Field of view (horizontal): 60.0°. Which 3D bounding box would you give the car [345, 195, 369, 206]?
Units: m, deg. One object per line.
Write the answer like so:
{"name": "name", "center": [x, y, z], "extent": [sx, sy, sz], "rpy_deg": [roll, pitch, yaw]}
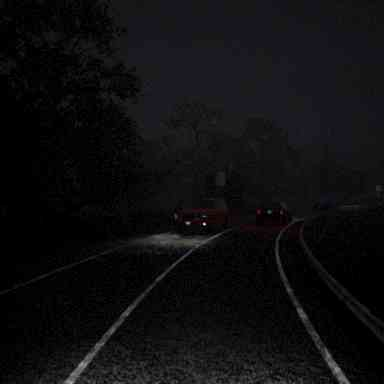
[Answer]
{"name": "car", "center": [26.350, 1.356, 53.194], "extent": [4.892, 1.490, 1.837], "rpy_deg": [-3, -3, -35]}

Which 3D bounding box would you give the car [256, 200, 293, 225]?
{"name": "car", "center": [6.268, 1.417, 25.028], "extent": [2.097, 1.767, 4.553], "rpy_deg": [-2, -1, 24]}

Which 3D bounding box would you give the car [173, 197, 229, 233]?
{"name": "car", "center": [0.745, 1.382, 21.080], "extent": [2.150, 2.045, 5.566], "rpy_deg": [-2, -1, 21]}

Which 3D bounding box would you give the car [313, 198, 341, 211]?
{"name": "car", "center": [16.049, 1.448, 39.600], "extent": [1.882, 1.535, 5.008], "rpy_deg": [-5, -3, 42]}
